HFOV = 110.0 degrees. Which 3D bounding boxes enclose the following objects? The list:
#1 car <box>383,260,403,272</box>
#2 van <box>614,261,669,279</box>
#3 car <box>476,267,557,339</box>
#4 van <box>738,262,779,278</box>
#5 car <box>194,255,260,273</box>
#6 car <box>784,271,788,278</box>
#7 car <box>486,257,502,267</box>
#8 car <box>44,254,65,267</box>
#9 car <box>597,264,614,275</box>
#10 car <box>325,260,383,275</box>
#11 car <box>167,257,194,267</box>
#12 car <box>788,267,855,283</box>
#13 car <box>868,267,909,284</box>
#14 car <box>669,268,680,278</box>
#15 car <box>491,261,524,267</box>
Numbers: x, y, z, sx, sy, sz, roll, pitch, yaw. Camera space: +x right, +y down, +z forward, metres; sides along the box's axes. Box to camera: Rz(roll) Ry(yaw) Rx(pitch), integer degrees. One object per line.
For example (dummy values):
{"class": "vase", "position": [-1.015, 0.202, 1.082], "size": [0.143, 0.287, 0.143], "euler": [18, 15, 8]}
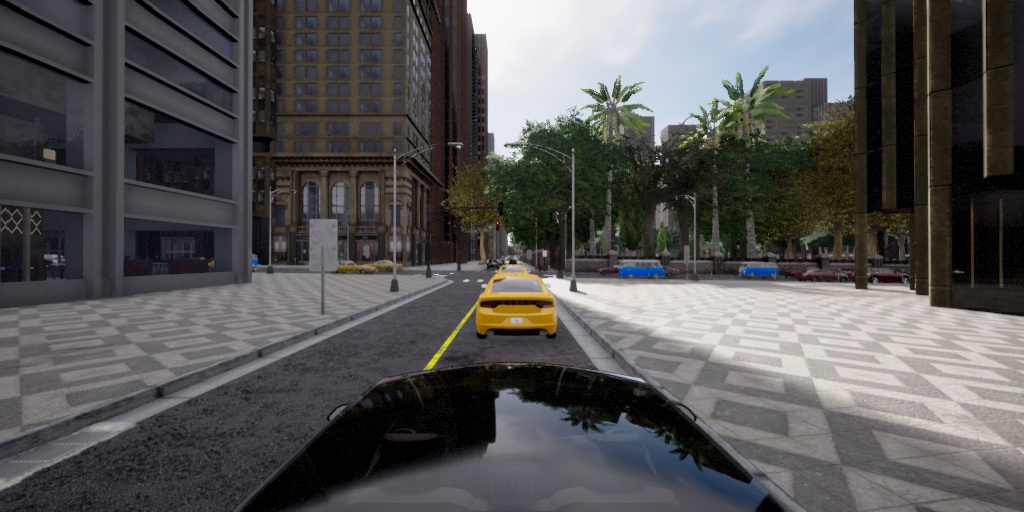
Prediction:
{"class": "car", "position": [-15.258, 1.096, 41.885], "size": [4.829, 1.417, 1.751], "euler": [0, 0, 0]}
{"class": "van", "position": [11.953, 1.311, 33.181], "size": [3.998, 1.789, 1.690], "euler": [0, 0, 0]}
{"class": "car", "position": [0.115, 1.229, 10.136], "size": [1.882, 1.535, 5.008], "euler": [0, 0, 0]}
{"class": "van", "position": [28.568, 1.632, 41.598], "size": [3.998, 1.789, 1.690], "euler": [0, 0, 0]}
{"class": "car", "position": [-26.304, 0.863, 33.433], "size": [4.829, 1.417, 1.751], "euler": [0, 0, 0]}
{"class": "car", "position": [34.091, 1.927, 41.562], "size": [4.507, 1.381, 1.888], "euler": [0, 0, 0]}
{"class": "car", "position": [-2.936, 1.315, 55.997], "size": [1.837, 1.490, 4.892], "euler": [0, 0, 0]}
{"class": "car", "position": [-43.486, 0.503, 33.545], "size": [4.097, 1.591, 1.967], "euler": [0, 0, 0]}
{"class": "car", "position": [11.998, 1.600, 41.707], "size": [4.207, 1.307, 1.802], "euler": [0, 0, 0]}
{"class": "car", "position": [-14.964, 1.048, 33.358], "size": [4.829, 1.417, 1.751], "euler": [0, 0, 0]}
{"class": "car", "position": [-37.767, 0.768, 42.033], "size": [4.313, 1.339, 1.948], "euler": [0, 0, 0]}
{"class": "car", "position": [28.523, 1.826, 33.072], "size": [4.207, 1.307, 1.802], "euler": [0, 0, 0]}
{"class": "car", "position": [34.047, 1.774, 33.036], "size": [4.097, 1.591, 1.967], "euler": [0, 0, 0]}
{"class": "car", "position": [15.322, 1.605, 39.024], "size": [5.357, 1.411, 2.033], "euler": [1, 0, 0]}
{"class": "car", "position": [0.049, 1.232, 20.197], "size": [1.882, 1.535, 5.008], "euler": [0, 0, 0]}
